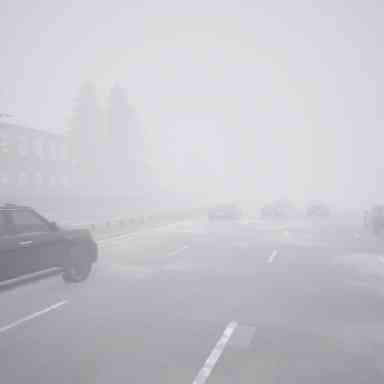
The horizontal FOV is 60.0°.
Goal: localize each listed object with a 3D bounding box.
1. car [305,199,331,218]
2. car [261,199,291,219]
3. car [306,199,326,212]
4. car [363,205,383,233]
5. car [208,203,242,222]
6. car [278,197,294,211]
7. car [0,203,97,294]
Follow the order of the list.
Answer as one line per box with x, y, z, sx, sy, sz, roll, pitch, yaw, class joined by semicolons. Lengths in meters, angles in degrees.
11.182;1.523;29.685;1.812;1.442;4.674;0;0;20;car
7.304;1.598;29.212;1.895;1.301;4.718;0;0;20;car
14.647;1.560;39.398;1.994;1.385;4.181;0;0;18;car
11.125;1.503;19.047;1.837;1.490;4.892;0;0;20;car
2.727;1.562;26.778;1.994;1.385;4.181;0;0;20;car
11.199;1.348;40.191;2.097;1.767;4.553;0;0;20;car
-4.327;1.222;6.896;2.150;2.045;5.566;0;0;20;car
